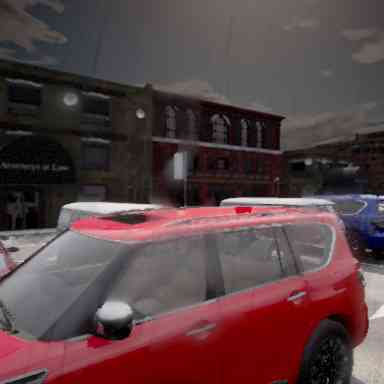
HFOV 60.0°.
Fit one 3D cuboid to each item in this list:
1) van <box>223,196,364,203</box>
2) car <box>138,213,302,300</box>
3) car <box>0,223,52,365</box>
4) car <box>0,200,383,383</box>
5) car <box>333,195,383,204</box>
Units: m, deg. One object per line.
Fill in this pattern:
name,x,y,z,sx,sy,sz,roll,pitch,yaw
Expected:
van,2.816,1.192,10.854,1.878,1.987,4.442,-1,0,-36
car,0.453,1.488,9.307,2.002,1.452,4.674,-1,0,-36
car,-4.158,1.521,6.016,2.002,1.452,4.674,0,0,-36
car,-0.438,1.222,3.372,5.566,2.045,2.150,0,0,-35
car,5.032,1.136,12.613,2.435,2.045,5.566,-1,0,-35
